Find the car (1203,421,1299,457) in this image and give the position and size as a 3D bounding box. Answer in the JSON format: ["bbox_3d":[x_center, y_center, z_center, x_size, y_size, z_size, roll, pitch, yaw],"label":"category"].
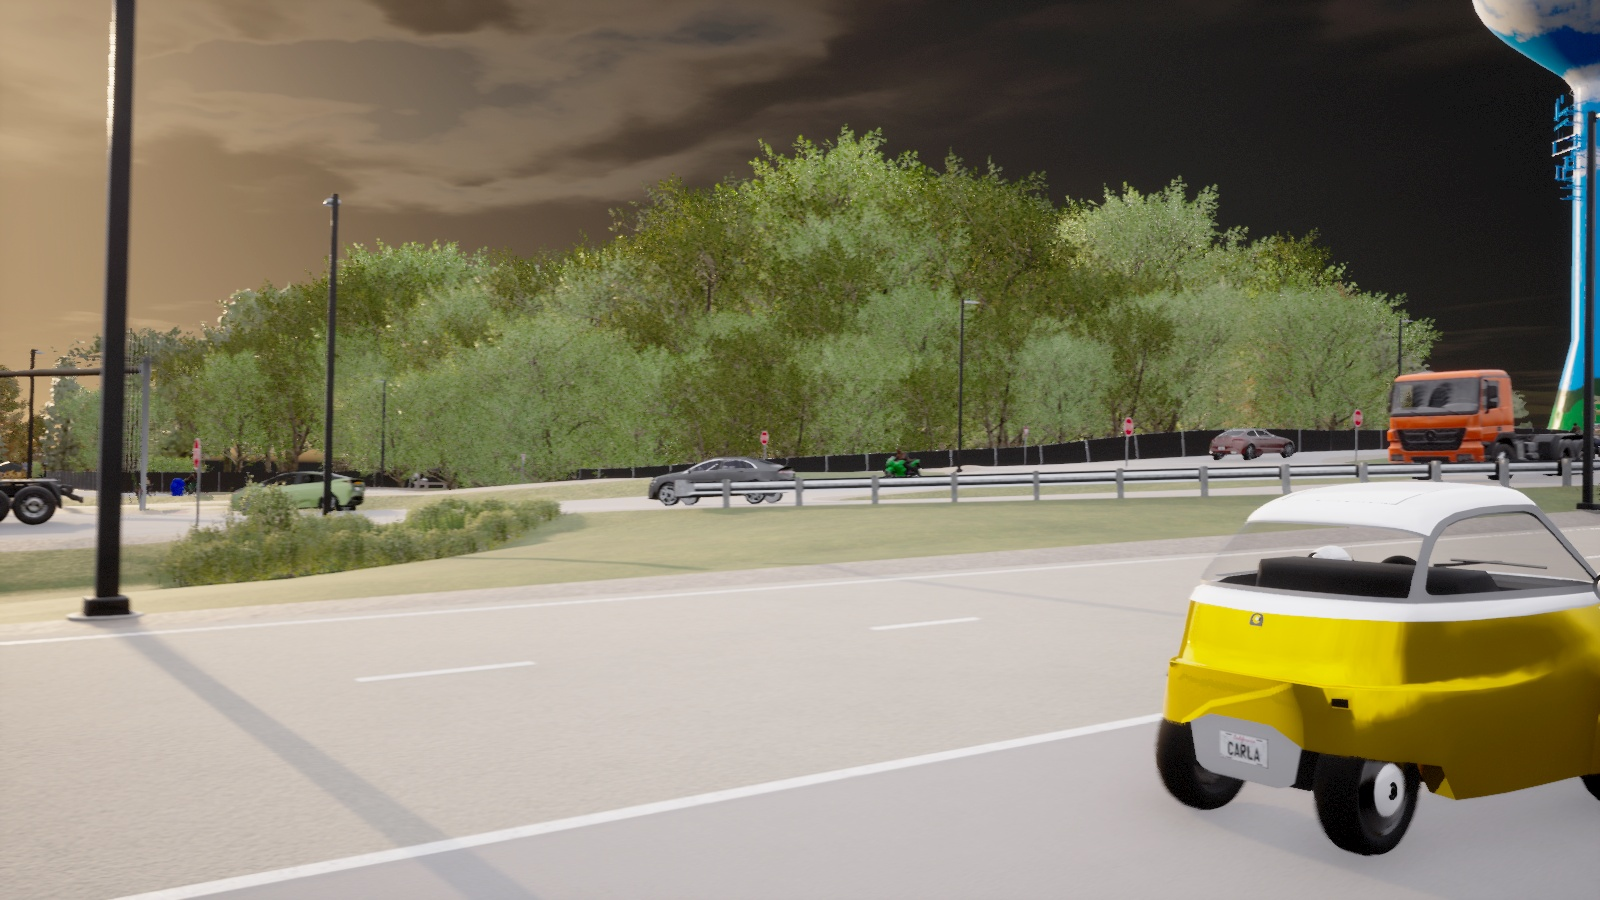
[{"bbox_3d":[23.575,-0.584,65.548,5.027,1.651,2.152,-3,1,-35],"label":"car"}]

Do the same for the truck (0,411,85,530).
[{"bbox_3d":[-25.605,0.622,36.876,7.936,3.462,2.891,0,0,-31],"label":"truck"}]

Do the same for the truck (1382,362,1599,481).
[{"bbox_3d":[22.129,-0.937,39.838,7.936,3.462,2.891,-2,0,-34],"label":"truck"}]

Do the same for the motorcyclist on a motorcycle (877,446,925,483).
[{"bbox_3d":[4.492,0.645,55.767,2.044,1.523,0.797,-3,2,-34],"label":"motorcyclist on a motorcycle"}]

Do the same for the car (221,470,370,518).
[{"bbox_3d":[-17.954,1.592,44.826,4.514,1.525,2.007,-2,-3,1],"label":"car"}]

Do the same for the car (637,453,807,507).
[{"bbox_3d":[-2.454,0.960,39.848,4.902,1.511,2.128,-2,-2,18],"label":"car"}]

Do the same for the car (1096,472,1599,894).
[{"bbox_3d":[2.622,0.808,5.483,2.207,1.376,1.481,0,0,-35],"label":"car"}]
